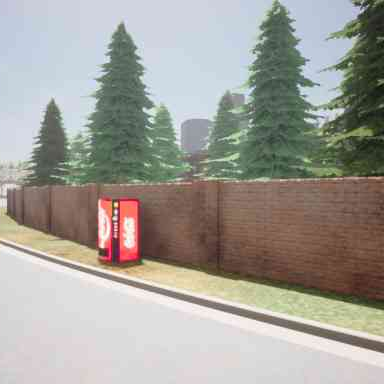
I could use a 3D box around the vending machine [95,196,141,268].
[{"bbox_3d":[-2.324,1.195,10.512,0.880,2.100,1.100,0,0,42],"label":"vending machine"}]
